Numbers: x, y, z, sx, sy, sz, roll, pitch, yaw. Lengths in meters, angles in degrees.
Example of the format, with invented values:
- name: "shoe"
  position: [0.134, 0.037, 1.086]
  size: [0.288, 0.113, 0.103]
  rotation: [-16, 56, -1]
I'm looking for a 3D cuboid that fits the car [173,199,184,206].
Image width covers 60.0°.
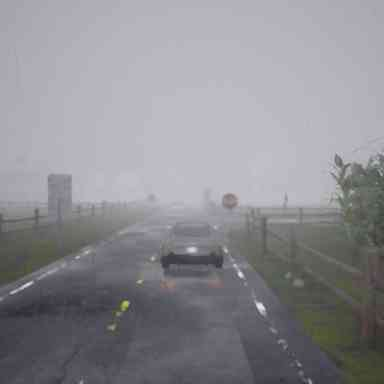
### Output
- name: "car"
  position: [-2.723, 2.151, 67.308]
  size: [1.994, 1.385, 4.181]
  rotation: [0, 0, 0]

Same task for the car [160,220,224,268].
- name: "car"
  position: [0.006, 1.677, 11.713]
  size: [1.994, 1.385, 4.181]
  rotation: [0, -1, 0]
